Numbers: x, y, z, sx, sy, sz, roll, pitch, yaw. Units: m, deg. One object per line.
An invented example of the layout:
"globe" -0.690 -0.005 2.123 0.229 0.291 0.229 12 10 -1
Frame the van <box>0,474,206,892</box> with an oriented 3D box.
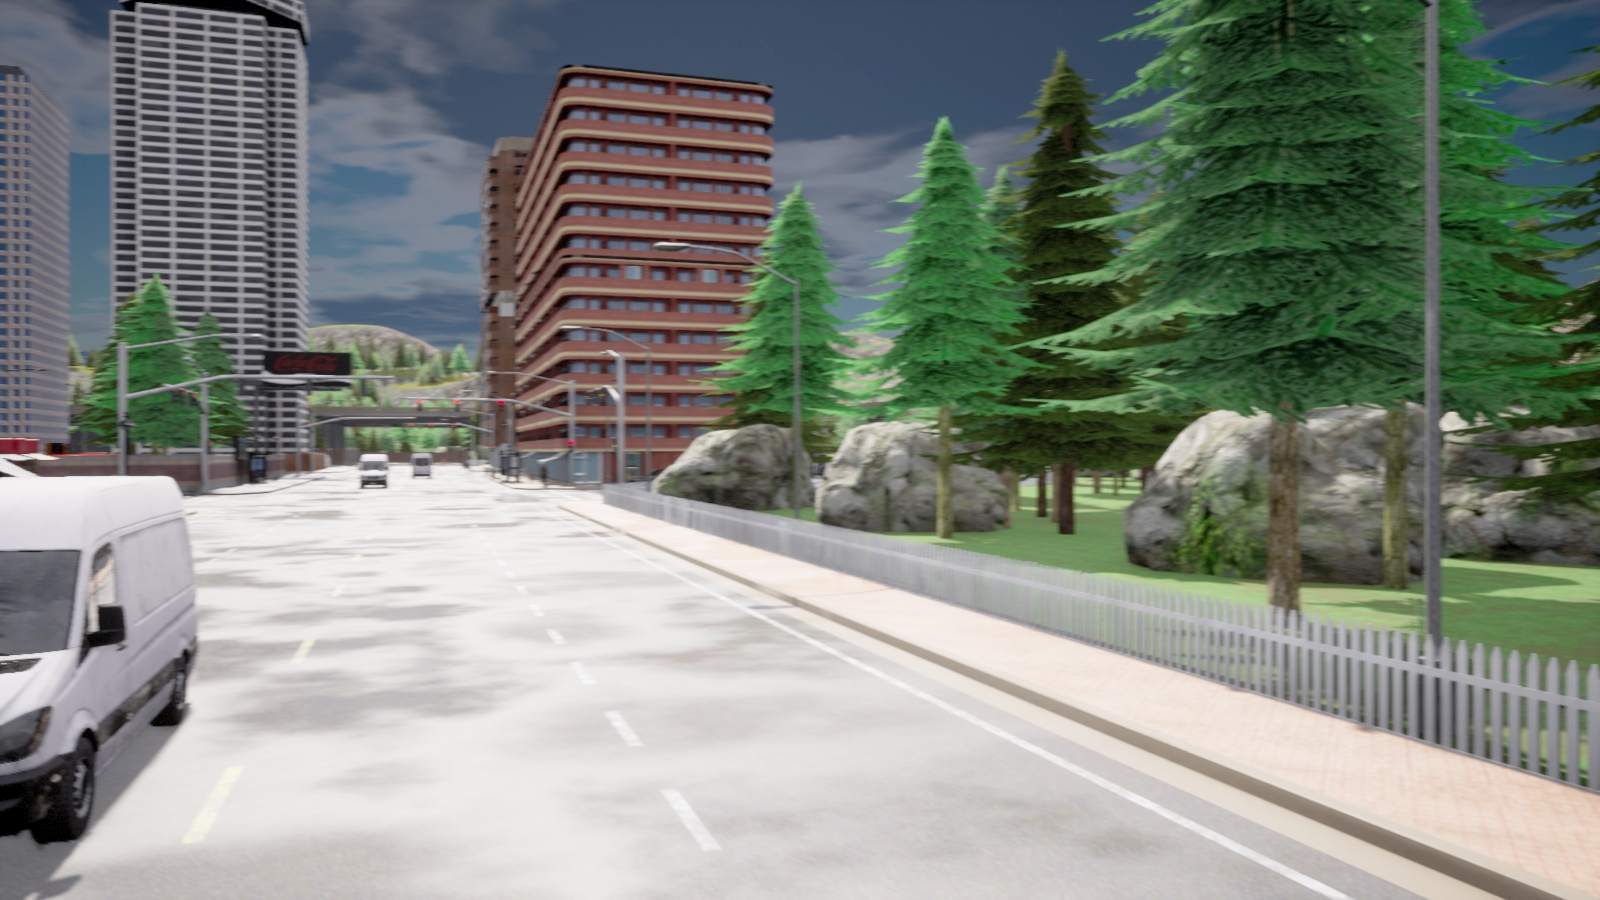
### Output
"van" -6.775 1.553 9.885 1.988 2.561 5.915 0 0 -18
